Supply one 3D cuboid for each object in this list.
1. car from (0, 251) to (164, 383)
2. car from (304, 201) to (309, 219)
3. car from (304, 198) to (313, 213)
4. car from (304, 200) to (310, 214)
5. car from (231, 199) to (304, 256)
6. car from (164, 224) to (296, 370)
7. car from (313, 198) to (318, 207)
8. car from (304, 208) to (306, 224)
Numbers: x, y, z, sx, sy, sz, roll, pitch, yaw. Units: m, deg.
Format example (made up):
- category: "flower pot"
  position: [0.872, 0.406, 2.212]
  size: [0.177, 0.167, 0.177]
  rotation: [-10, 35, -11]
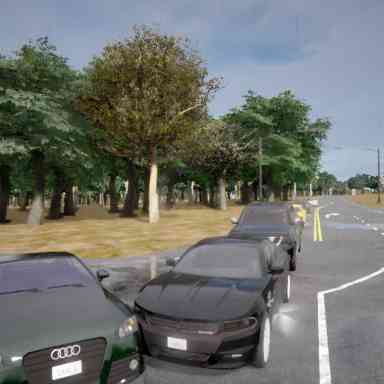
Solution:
- category: "car"
  position: [-2.317, 1.643, 4.986]
  size: [1.994, 1.385, 4.181]
  rotation: [1, -2, -33]
- category: "car"
  position: [7.200, 1.664, 24.095]
  size: [1.882, 1.535, 5.008]
  rotation: [-1, 0, 20]
- category: "car"
  position: [12.389, 1.569, 37.924]
  size: [2.097, 1.767, 4.553]
  rotation: [-1, 0, 21]
- category: "car"
  position: [9.252, 1.724, 29.601]
  size: [1.812, 1.442, 4.674]
  rotation: [-1, 0, 20]
- category: "car"
  position: [2.840, 1.460, 12.431]
  size: [2.150, 2.045, 5.566]
  rotation: [-2, 0, 20]
- category: "car"
  position: [0.727, 1.613, 6.288]
  size: [1.882, 1.535, 5.008]
  rotation: [-1, -2, 21]
- category: "car"
  position: [19.777, 1.750, 55.256]
  size: [1.812, 1.442, 4.674]
  rotation: [-1, 0, 27]
- category: "car"
  position: [5.059, 1.774, 18.338]
  size: [1.895, 1.301, 4.718]
  rotation: [-1, 0, 21]
